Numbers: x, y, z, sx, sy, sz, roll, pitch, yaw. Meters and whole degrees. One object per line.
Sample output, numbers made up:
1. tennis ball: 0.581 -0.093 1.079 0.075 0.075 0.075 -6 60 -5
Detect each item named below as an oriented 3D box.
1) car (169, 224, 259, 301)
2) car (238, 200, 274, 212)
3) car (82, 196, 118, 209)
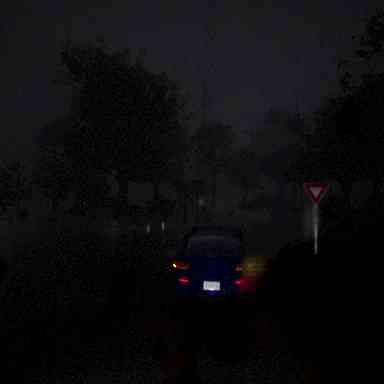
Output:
1. car: 0.588 1.525 8.280 1.812 1.442 4.674 0 0 6
2. car: 7.129 1.597 37.864 1.895 1.301 4.718 0 0 -23
3. car: -12.277 1.348 44.306 4.553 1.767 2.097 0 0 -24
